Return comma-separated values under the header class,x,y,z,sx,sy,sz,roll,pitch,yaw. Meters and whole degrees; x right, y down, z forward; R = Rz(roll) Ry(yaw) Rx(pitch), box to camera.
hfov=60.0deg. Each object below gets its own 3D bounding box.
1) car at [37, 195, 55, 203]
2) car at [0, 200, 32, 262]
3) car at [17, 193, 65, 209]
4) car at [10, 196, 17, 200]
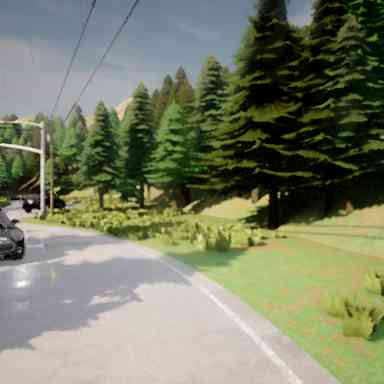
class,x,y,z,sx,sy,sz,roll,pitch,yaw
car,-28.170,1.297,64.161,1.812,1.442,4.674,0,0,-43
car,-7.159,1.319,11.365,2.097,1.767,4.553,0,1,-36
car,-15.277,1.087,34.639,2.150,2.045,5.566,0,0,5
car,-36.317,1.361,70.499,4.718,1.301,1.895,0,0,27
